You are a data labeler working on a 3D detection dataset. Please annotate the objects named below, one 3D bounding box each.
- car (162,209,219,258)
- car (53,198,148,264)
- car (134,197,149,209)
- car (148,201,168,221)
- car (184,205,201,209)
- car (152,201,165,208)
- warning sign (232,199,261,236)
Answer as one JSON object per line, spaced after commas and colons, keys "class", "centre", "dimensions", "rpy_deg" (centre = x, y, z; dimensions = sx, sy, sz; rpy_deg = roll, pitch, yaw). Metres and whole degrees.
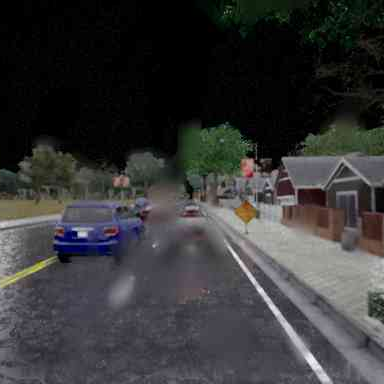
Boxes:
{"class": "car", "centre": [0.023, 1.664, 13.506], "dimensions": [1.837, 1.490, 4.892], "rpy_deg": [0, 0, 0]}
{"class": "car", "centre": [-3.237, 1.371, 12.577], "dimensions": [2.150, 2.045, 5.566], "rpy_deg": [0, 0, 0]}
{"class": "car", "centre": [-9.740, 2.093, 64.614], "dimensions": [2.150, 2.045, 5.566], "rpy_deg": [0, -1, 0]}
{"class": "car", "centre": [-3.214, 1.840, 29.270], "dimensions": [1.882, 1.535, 5.008], "rpy_deg": [0, 0, 0]}
{"class": "car", "centre": [0.028, 1.860, 28.500], "dimensions": [1.837, 1.490, 4.892], "rpy_deg": [0, 0, 0]}
{"class": "car", "centre": [-6.500, 2.433, 64.682], "dimensions": [1.994, 1.385, 4.181], "rpy_deg": [0, -1, 1]}
{"class": "warning sign", "centre": [2.837, 1.320, 17.390], "dimensions": [1.300, 1.860, 1.060], "rpy_deg": [-1, -2, 0]}
